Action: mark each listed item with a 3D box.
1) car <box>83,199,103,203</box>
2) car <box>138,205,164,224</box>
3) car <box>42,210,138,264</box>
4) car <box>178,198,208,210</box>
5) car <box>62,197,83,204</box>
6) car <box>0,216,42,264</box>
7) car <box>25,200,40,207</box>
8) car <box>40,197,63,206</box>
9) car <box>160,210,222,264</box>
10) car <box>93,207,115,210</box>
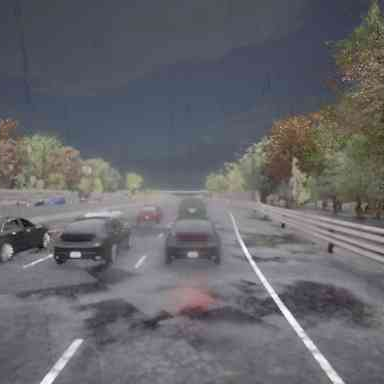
[{"bbox_3d":[-17.525,2.026,60.276,2.097,1.767,4.553,0,-1,1],"label":"car"},{"bbox_3d":[-3.448,1.826,28.021,1.812,1.442,4.674,0,0,0],"label":"car"},{"bbox_3d":[-3.452,1.637,12.352,1.837,1.490,4.892,0,0,0],"label":"car"},{"bbox_3d":[0.038,1.504,26.227,2.150,2.045,5.566,0,0,1],"label":"car"},{"bbox_3d":[-21.021,2.024,60.103,2.097,1.767,4.553,0,-1,1],"label":"car"},{"bbox_3d":[-6.953,1.637,12.342,1.837,1.490,4.892,0,0,0],"label":"car"},{"bbox_3d":[-28.016,2.165,59.486,2.128,1.511,4.902,0,-1,1],"label":"car"},{"bbox_3d":[-24.513,1.889,59.906,2.150,2.045,5.566,0,-1,0],"label":"car"},{"bbox_3d":[0.047,1.637,12.349,1.837,1.490,4.892,0,0,0],"label":"car"},{"bbox_3d":[-6.959,1.887,26.715,1.895,1.301,4.718,0,-1,0],"label":"car"}]
